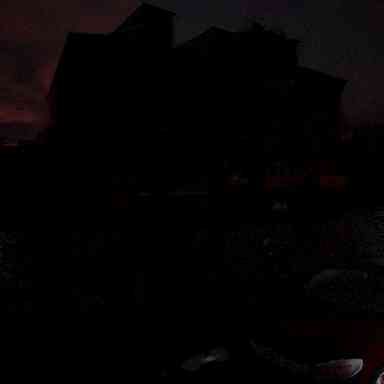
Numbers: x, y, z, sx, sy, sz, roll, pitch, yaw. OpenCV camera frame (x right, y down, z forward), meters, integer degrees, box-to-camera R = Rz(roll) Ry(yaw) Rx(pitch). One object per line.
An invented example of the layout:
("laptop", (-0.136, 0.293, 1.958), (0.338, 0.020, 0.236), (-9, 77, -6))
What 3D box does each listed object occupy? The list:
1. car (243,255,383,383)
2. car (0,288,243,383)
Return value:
("car", (2.465, 1.609, 4.591), (4.206, 1.307, 1.802), (0, -1, -35))
("car", (-1.968, 1.436, 1.435), (4.097, 1.590, 1.967), (0, -2, -35))
